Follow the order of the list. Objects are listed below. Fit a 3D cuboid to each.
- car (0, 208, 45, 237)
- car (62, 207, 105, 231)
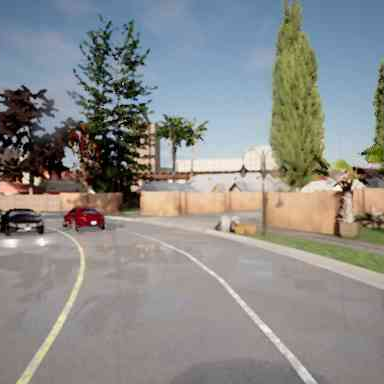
[{"bbox_3d":[-9.735,1.662,19.029,1.812,1.442,4.674,0,-1,-34],"label":"car"},{"bbox_3d":[-7.091,1.680,21.633,1.812,1.442,4.674,0,-1,-33],"label":"car"}]
